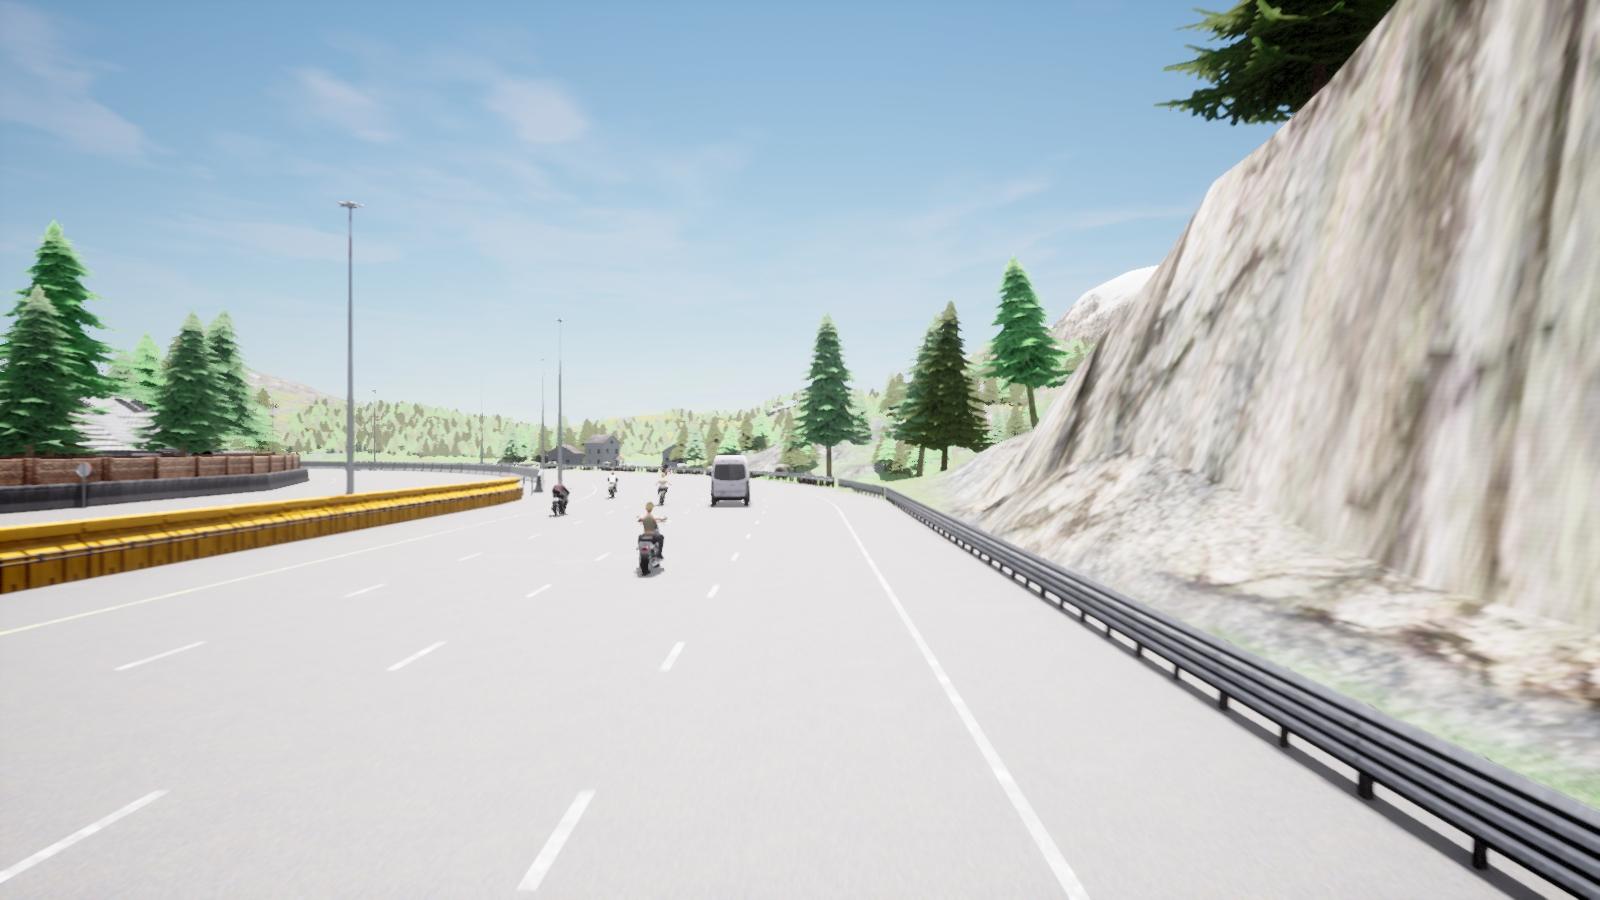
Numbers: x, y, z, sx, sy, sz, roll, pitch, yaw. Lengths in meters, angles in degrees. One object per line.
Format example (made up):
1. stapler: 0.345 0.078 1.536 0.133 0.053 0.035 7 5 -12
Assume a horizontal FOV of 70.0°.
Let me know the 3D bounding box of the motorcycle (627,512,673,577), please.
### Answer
1. motorcycle: -3.469 2.161 26.637 0.764 1.325 2.356 0 0 0

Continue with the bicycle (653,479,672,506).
1. bicycle: -7.063 2.181 58.835 0.859 1.295 1.487 0 0 -2

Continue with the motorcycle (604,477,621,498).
1. motorcycle: -11.108 2.214 67.792 0.803 1.217 2.033 0 0 -5

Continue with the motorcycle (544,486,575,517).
1. motorcycle: -10.421 2.232 49.570 0.867 1.251 2.209 0 0 0

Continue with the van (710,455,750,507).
1. van: -3.644 1.568 60.458 1.988 2.561 5.915 0 0 -2
